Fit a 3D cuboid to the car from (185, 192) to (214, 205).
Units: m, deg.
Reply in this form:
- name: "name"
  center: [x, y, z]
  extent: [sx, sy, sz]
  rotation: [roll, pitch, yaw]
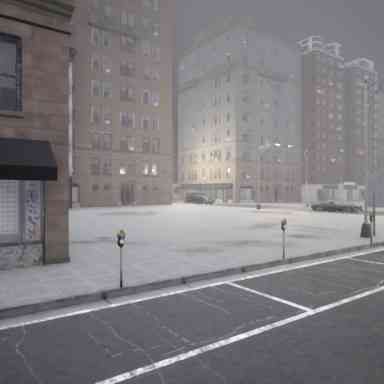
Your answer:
- name: "car"
  center: [1.119, 1.027, 51.843]
  extent: [2.150, 2.045, 5.566]
  rotation: [0, 0, -35]

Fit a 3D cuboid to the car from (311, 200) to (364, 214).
- name: "car"
  center: [14.387, 1.513, 33.048]
  extent: [1.895, 1.301, 4.718]
  rotation: [0, 0, -35]
